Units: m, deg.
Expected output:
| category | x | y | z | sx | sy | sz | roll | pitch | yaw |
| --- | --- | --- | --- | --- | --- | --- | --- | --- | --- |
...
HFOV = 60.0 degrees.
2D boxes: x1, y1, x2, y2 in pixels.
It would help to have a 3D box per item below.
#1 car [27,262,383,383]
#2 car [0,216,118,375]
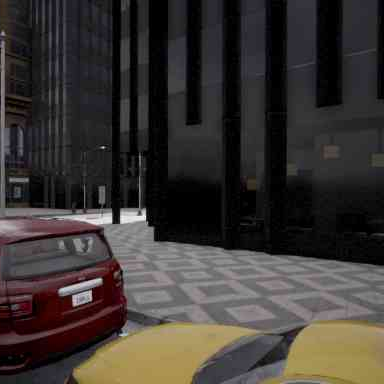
| category | x | y | z | sx | sy | sz | roll | pitch | yaw |
| --- | --- | --- | --- | --- | --- | --- | --- | --- | --- |
| car | 1.064 | 1.525 | 2.200 | 4.829 | 1.417 | 1.752 | 0 | 0 | 35 |
| car | -3.217 | 1.314 | 5.249 | 5.009 | 1.841 | 2.192 | 0 | 0 | 35 |
